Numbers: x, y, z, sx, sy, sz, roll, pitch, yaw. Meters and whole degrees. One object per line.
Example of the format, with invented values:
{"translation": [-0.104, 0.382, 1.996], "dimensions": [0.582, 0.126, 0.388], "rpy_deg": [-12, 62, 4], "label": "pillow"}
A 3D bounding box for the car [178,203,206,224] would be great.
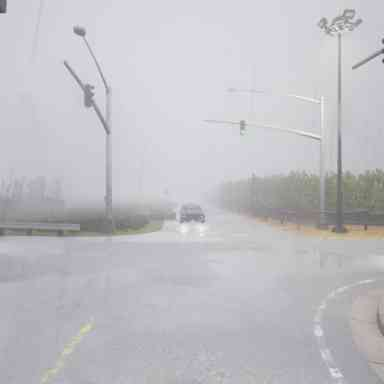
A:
{"translation": [-0.055, 1.579, 25.314], "dimensions": [2.033, 1.411, 5.357], "rpy_deg": [0, 0, -3], "label": "car"}
